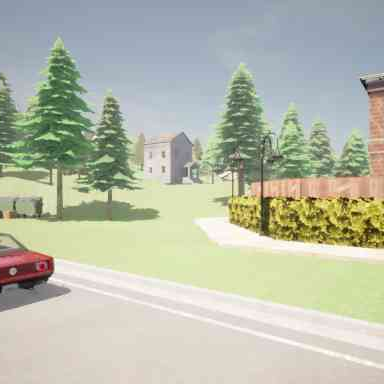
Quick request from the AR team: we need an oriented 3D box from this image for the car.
[{"bbox_3d":[-5.366,1.601,7.819,4.718,1.301,1.895,0,0,36],"label":"car"}]
